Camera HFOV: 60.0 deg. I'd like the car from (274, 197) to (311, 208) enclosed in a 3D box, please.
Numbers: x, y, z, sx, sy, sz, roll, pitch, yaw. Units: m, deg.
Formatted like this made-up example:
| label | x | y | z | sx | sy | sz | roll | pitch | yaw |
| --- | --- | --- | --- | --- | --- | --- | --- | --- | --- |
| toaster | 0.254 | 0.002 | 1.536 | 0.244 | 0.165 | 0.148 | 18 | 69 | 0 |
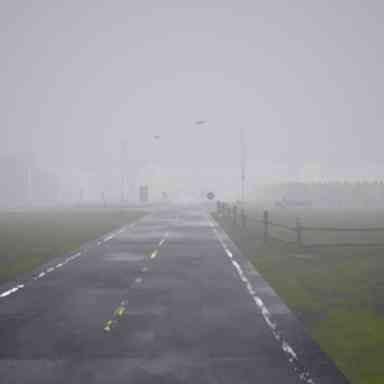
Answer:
| label | x | y | z | sx | sy | sz | roll | pitch | yaw |
| --- | --- | --- | --- | --- | --- | --- | --- | --- | --- |
| car | 13.878 | 1.438 | 45.937 | 5.008 | 1.535 | 1.882 | -1 | -1 | 0 |
